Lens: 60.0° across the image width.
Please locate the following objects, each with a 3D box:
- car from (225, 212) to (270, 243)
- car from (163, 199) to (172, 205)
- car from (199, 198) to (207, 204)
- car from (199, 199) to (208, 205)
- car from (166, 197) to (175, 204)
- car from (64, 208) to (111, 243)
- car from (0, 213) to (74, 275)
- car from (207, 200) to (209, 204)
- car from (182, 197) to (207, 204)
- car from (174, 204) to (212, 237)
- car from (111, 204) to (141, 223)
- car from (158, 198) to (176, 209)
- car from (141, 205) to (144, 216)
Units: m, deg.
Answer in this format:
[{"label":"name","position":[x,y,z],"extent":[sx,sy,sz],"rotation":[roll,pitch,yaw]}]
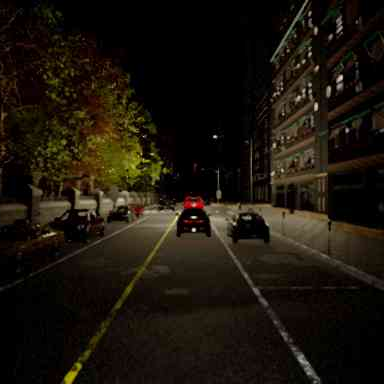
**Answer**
[{"label":"car","position":[2.690,1.691,16.576],"extent":[2.008,1.369,4.403],"rotation":[0,0,0]},{"label":"car","position":[-5.697,2.262,76.737],"extent":[1.802,1.307,4.206],"rotation":[0,-1,0]},{"label":"car","position":[2.683,2.300,82.371],"extent":[1.947,1.339,4.313],"rotation":[0,-1,0]},{"label":"car","position":[2.683,2.246,76.738],"extent":[1.947,1.339,4.313],"rotation":[0,-1,0]},{"label":"car","position":[-5.698,2.229,88.003],"extent":[1.967,1.590,4.097],"rotation":[0,-1,0]},{"label":"car","position":[-5.689,1.580,16.574],"extent":[1.967,1.590,4.097],"rotation":[0,0,0]},{"label":"car","position":[-5.689,1.617,10.864],"extent":[1.752,1.417,4.829],"rotation":[0,0,0]},{"label":"car","position":[2.684,2.193,71.106],"extent":[1.947,1.339,4.313],"rotation":[0,-1,0]},{"label":"car","position":[0.106,1.523,35.527],"extent":[2.150,2.045,5.566],"rotation":[0,-1,-2]},{"label":"car","position":[0.096,1.670,19.356],"extent":[1.837,1.490,4.892],"rotation":[0,0,0]},{"label":"car","position":[-5.768,1.785,27.648],"extent":[2.008,1.369,4.403],"rotation":[0,0,0]},{"label":"car","position":[-3.004,1.544,40.717],"extent":[1.882,1.535,5.008],"rotation":[0,-1,0]},{"label":"car","position":[-5.821,1.827,33.188],"extent":[1.887,1.381,4.507],"rotation":[0,0,0]}]
